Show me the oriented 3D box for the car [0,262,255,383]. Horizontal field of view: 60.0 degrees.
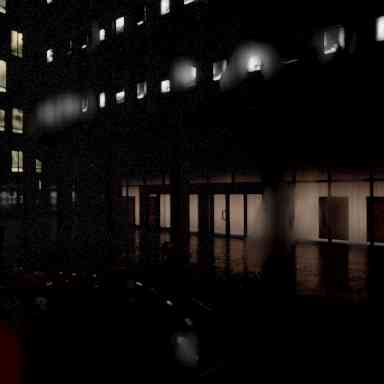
[{"bbox_3d":[-1.496,1.544,3.965,4.507,1.381,1.887,0,0,36],"label":"car"}]
